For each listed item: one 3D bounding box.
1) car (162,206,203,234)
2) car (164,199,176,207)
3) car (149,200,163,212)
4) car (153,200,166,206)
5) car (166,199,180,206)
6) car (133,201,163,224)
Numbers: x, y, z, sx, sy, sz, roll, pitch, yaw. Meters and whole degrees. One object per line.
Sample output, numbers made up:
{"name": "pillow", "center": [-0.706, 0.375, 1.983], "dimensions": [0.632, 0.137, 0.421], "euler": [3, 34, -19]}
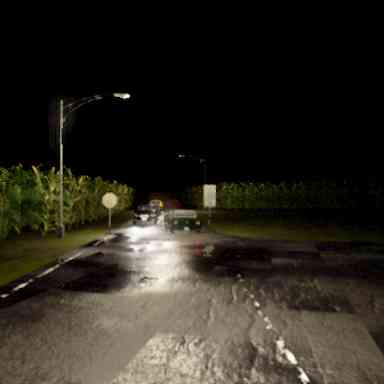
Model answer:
{"name": "car", "center": [-0.626, 1.796, 20.878], "dimensions": [1.895, 1.301, 4.718], "euler": [0, 0, -9]}
{"name": "car", "center": [-4.477, 2.224, 67.284], "dimensions": [1.994, 1.385, 4.181], "euler": [0, -1, -8]}
{"name": "car", "center": [-5.158, 1.935, 47.755], "dimensions": [1.882, 1.535, 5.008], "euler": [0, -1, -5]}
{"name": "car", "center": [-4.298, 1.900, 37.342], "dimensions": [2.033, 1.411, 5.357], "euler": [0, -1, -4]}
{"name": "car", "center": [-3.204, 1.907, 57.292], "dimensions": [2.097, 1.767, 4.553], "euler": [0, -1, -6]}
{"name": "car", "center": [-3.655, 1.744, 27.029], "dimensions": [2.128, 1.511, 4.902], "euler": [0, -1, -3]}
